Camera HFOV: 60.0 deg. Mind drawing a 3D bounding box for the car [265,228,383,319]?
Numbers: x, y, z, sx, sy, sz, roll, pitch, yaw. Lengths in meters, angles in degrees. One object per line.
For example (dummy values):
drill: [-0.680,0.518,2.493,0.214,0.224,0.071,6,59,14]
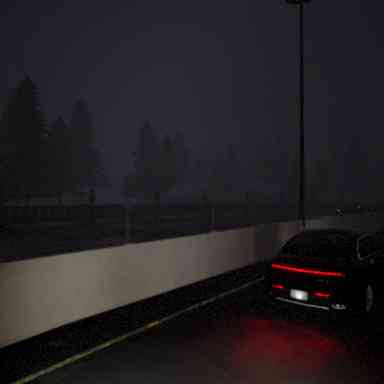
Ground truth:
car: [3.458,1.604,7.769,1.837,1.490,4.892,-1,-1,40]
